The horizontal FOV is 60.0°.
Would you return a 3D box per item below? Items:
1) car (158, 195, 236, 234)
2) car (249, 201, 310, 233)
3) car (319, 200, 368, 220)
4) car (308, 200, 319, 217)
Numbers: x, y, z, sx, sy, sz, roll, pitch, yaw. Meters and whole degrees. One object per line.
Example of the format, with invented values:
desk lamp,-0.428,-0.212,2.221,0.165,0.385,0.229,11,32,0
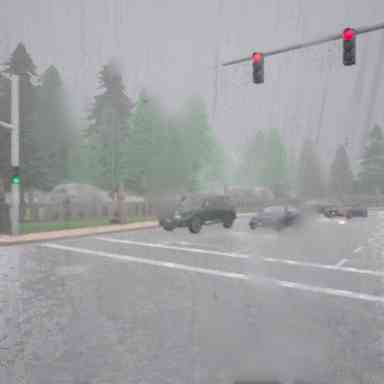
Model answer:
car,0.493,1.179,19.539,2.150,2.045,5.566,0,0,38
car,5.138,1.487,19.771,1.812,1.442,4.674,0,0,39
car,12.880,1.519,27.807,4.181,1.385,1.994,0,0,-38
car,11.373,1.475,31.073,4.674,1.442,1.812,0,0,-36
